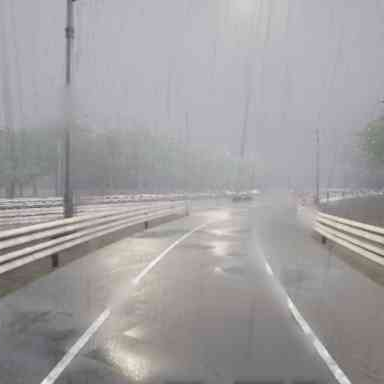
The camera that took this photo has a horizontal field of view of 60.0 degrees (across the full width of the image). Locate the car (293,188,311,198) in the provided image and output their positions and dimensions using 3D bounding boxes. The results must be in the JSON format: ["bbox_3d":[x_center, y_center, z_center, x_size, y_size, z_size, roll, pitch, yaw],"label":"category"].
[{"bbox_3d":[23.240,0.177,70.226,2.150,2.045,5.566,1,2,40],"label":"car"}]

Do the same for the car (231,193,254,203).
[{"bbox_3d":[7.897,0.933,51.744,1.837,1.490,4.892,1,2,40],"label":"car"}]

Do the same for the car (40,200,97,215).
[{"bbox_3d":[-10.714,1.475,29.315,1.882,1.535,5.008,1,2,40],"label":"car"}]
